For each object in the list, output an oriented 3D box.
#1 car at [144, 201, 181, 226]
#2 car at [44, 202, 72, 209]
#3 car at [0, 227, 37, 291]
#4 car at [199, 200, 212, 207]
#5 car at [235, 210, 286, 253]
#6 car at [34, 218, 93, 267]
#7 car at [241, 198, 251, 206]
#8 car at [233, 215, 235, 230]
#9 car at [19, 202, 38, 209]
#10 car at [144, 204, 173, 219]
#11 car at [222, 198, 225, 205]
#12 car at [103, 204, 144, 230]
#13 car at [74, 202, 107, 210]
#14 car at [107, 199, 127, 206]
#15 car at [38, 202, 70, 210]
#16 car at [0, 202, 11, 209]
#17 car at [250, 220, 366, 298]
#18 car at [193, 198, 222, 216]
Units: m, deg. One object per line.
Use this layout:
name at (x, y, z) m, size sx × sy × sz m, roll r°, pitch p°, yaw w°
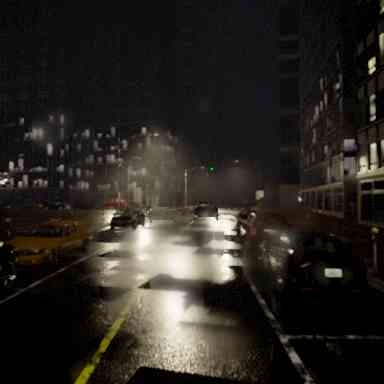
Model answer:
car at (-1.775, 1.393, 23.428) m, size 1.812 × 1.442 × 4.674 m, roll 0°, pitch -1°, yaw 5°
car at (-24.527, 2.466, 60.938) m, size 4.403 × 1.369 × 2.008 m, roll 0°, pitch -2°, yaw 15°
car at (-5.203, 1.637, 6.672) m, size 1.947 × 1.339 × 4.313 m, roll 1°, pitch -1°, yaw 1°
car at (2.928, 2.375, 70.579) m, size 1.752 × 1.417 × 4.829 m, roll 1°, pitch -1°, yaw 13°
car at (3.119, 1.593, 14.359) m, size 1.967 × 1.590 × 4.097 m, roll 1°, pitch -1°, yaw 3°
car at (-5.020, 1.655, 11.998) m, size 1.752 × 1.417 × 4.829 m, roll 1°, pitch -1°, yaw 2°
car at (11.908, 2.170, 72.902) m, size 2.192 × 1.841 × 5.009 m, roll 1°, pitch -1°, yaw 14°
car at (3.457, 1.757, 19.990) m, size 1.887 × 1.381 × 4.507 m, roll 1°, pitch -1°, yaw 4°
car at (-30.100, 2.488, 62.414) m, size 4.829 × 1.417 × 1.752 m, roll 0°, pitch -2°, yaw 15°
car at (-3.320, 1.927, 33.869) m, size 2.008 × 1.369 × 4.403 m, roll 1°, pitch -1°, yaw 6°
car at (7.344, 2.393, 86.709) m, size 2.192 × 1.841 × 5.009 m, roll 0°, pitch -1°, yaw 16°
car at (-4.352, 1.803, 23.103) m, size 2.008 × 1.369 × 4.403 m, roll 1°, pitch -1°, yaw 4°
car at (-15.722, 2.162, 50.458) m, size 4.313 × 1.339 × 1.947 m, roll 0°, pitch -2°, yaw 15°
car at (-13.711, 2.139, 58.081) m, size 5.009 × 1.841 × 2.192 m, roll 0°, pitch -2°, yaw 15°
car at (-21.127, 2.193, 51.889) m, size 4.403 × 1.369 × 2.008 m, roll 0°, pitch -2°, yaw 15°
car at (-31.938, 2.284, 54.752) m, size 4.403 × 1.369 × 2.008 m, roll 0°, pitch -2°, yaw 15°
car at (2.877, 1.659, 8.676) m, size 1.947 × 1.339 × 4.313 m, roll 1°, pitch -1°, yaw 2°
car at (1.121, 1.384, 25.081) m, size 1.837 × 1.490 × 4.892 m, roll 0°, pitch -1°, yaw 5°
